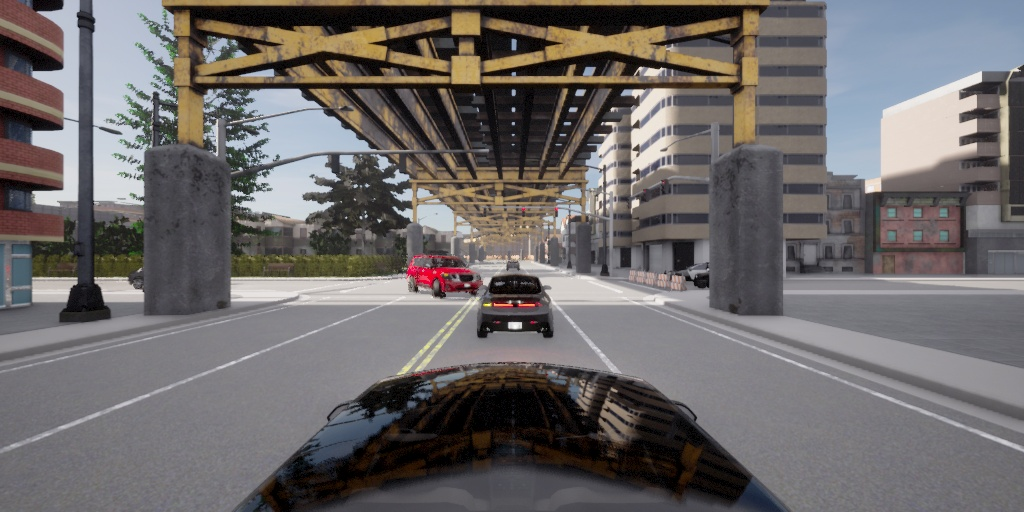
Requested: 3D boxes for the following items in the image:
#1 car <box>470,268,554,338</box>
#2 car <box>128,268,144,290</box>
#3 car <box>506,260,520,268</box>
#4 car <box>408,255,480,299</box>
[{"bbox_3d":[0.087,1.260,10.196,1.837,1.490,4.892,0,0,0],"label":"car"},{"bbox_3d":[-20.866,1.267,22.312,4.892,1.490,1.837,0,0,0],"label":"car"},{"bbox_3d":[0.160,1.275,53.685,2.128,1.511,4.902,0,0,0],"label":"car"},{"bbox_3d":[-3.598,0.982,18.579,2.150,2.045,5.566,3,-2,-35],"label":"car"}]
